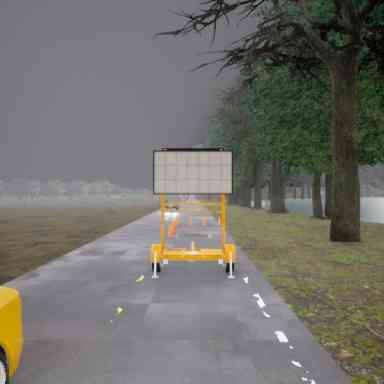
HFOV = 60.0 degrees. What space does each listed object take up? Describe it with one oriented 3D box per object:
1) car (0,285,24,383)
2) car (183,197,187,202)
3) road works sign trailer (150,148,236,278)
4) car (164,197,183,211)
[{"bbox_3d":[-2.846,1.478,1.716,1.882,1.535,5.008,0,0,0],"label":"car"},{"bbox_3d":[-2.447,2.024,89.981,2.128,1.511,4.902,0,-1,0],"label":"car"},{"bbox_3d":[0.033,0.475,10.124,2.380,3.560,2.880,0,0,0],"label":"road works sign trailer"},{"bbox_3d":[-2.705,1.632,43.421,2.128,1.511,4.902,0,0,0],"label":"car"}]
